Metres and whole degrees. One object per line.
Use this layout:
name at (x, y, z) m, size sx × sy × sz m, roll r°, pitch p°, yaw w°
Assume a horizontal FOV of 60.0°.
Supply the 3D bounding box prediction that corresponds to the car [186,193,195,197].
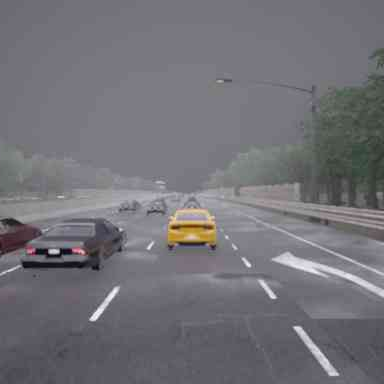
car at (0.011, 1.477, 73.933) m, size 1.837 × 1.490 × 4.892 m, roll 0°, pitch 0°, yaw 0°

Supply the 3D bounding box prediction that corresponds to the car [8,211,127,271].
car at (-3.499, 1.563, 10.940) m, size 2.033 × 1.411 × 5.357 m, roll 0°, pitch 0°, yaw 0°

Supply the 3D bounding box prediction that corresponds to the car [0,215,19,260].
car at (-6.998, 1.542, 11.694) m, size 1.812 × 1.442 × 4.674 m, roll 0°, pitch 0°, yaw 0°

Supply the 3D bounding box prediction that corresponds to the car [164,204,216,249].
car at (0.002, 1.498, 14.707) m, size 1.882 × 1.535 × 5.008 m, roll 0°, pitch 0°, yaw 0°

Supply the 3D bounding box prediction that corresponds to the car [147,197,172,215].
car at (-3.494, 1.575, 34.177) m, size 2.033 × 1.411 × 5.357 m, roll 0°, pitch 0°, yaw 0°

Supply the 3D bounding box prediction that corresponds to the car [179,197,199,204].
car at (0.004, 1.576, 34.176) m, size 2.033 × 1.411 × 5.357 m, roll 0°, pitch 0°, yaw 0°

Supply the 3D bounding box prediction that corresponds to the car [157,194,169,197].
car at (-6.989, 1.502, 73.882) m, size 2.128 × 1.511 × 4.902 m, roll 0°, pitch 0°, yaw 0°

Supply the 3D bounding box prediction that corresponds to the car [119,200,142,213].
car at (-6.996, 1.574, 37.925) m, size 2.033 × 1.411 × 5.357 m, roll 0°, pitch 0°, yaw 0°

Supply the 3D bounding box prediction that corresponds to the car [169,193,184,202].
car at (-3.489, 1.530, 73.924) m, size 1.994 × 1.385 × 4.181 m, roll 0°, pitch 0°, yaw 0°
